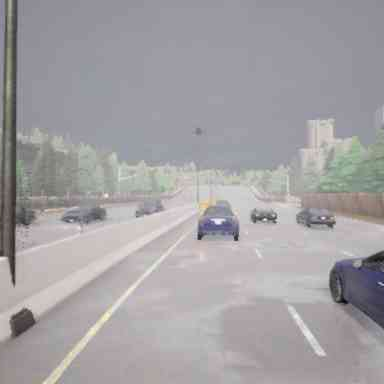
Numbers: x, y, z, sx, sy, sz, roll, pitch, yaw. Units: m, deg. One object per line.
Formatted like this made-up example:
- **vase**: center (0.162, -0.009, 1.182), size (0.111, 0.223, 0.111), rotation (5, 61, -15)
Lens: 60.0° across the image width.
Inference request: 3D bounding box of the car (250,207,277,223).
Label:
- **car**: center (5.974, 1.907, 28.329), size (1.895, 1.301, 4.718), rotation (0, -1, 6)

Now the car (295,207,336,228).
- **car**: center (9.165, 1.854, 25.042), size (2.033, 1.411, 5.357), rotation (0, -1, 6)

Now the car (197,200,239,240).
- **car**: center (1.480, 1.528, 18.357), size (2.097, 1.767, 4.553), rotation (0, -1, 6)

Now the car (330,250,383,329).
- **car**: center (3.822, 1.609, 5.368), size (1.812, 1.442, 4.674), rotation (0, -1, 3)

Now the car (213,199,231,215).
- **car**: center (3.695, 1.747, 40.680), size (2.097, 1.767, 4.553), rotation (0, 0, 6)
